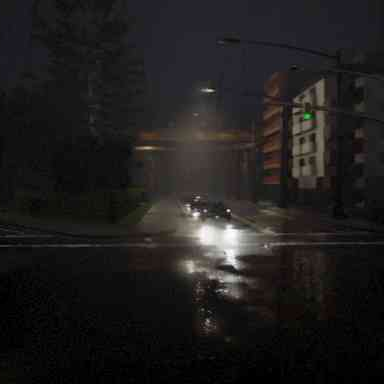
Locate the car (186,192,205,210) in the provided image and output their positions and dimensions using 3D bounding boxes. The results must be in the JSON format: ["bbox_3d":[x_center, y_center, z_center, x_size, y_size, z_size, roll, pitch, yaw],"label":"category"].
[{"bbox_3d":[0.764,1.014,32.687,1.994,1.385,4.181,0,1,-3],"label":"car"}]

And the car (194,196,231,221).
[{"bbox_3d":[1.417,1.210,22.812,1.895,1.301,4.718,0,1,-4],"label":"car"}]

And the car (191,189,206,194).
[{"bbox_3d":[1.490,-0.071,82.053,1.853,1.218,4.536,-1,1,-24],"label":"car"}]

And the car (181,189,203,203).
[{"bbox_3d":[-0.121,0.725,46.113,2.128,1.511,4.902,0,1,-3],"label":"car"}]

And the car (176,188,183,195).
[{"bbox_3d":[-2.660,0.109,82.035,2.038,1.542,4.974,0,1,21],"label":"car"}]

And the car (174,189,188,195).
[{"bbox_3d":[-2.642,-0.049,82.081,1.853,1.218,4.536,0,1,21],"label":"car"}]

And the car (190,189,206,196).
[{"bbox_3d":[1.512,0.087,82.008,2.038,1.542,4.974,-1,1,-24],"label":"car"}]
